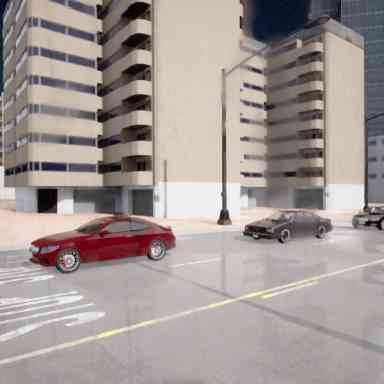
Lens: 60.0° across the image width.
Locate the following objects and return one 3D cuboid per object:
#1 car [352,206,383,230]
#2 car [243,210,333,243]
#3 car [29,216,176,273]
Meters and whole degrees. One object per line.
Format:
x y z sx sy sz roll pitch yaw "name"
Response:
12.770 1.726 22.670 4.902 1.511 2.128 1 -1 -38 "car"
4.972 1.636 16.681 5.357 1.411 2.033 1 -1 -38 "car"
-2.687 1.529 10.779 4.674 1.442 1.812 0 0 -38 "car"
